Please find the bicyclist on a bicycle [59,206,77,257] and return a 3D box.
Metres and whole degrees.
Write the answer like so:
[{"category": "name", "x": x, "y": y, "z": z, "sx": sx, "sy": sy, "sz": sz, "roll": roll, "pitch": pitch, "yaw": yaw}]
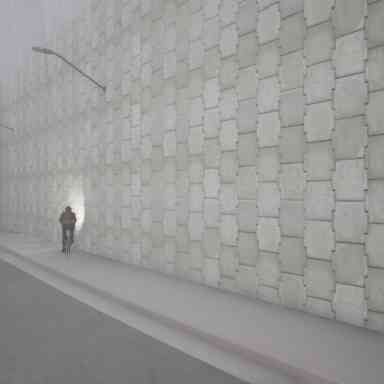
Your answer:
[{"category": "bicyclist on a bicycle", "x": -4.169, "y": 1.308, "z": 11.202, "sx": 0.582, "sy": 1.620, "sz": 1.656, "roll": 0, "pitch": 0, "yaw": -17}]
